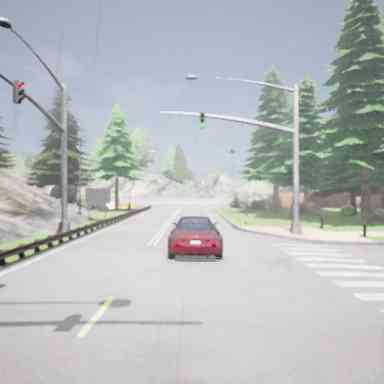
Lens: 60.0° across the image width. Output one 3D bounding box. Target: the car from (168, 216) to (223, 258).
[{"bbox_3d":[0.118,1.624,13.141,1.994,1.385,4.181,0,1,0],"label":"car"}]
